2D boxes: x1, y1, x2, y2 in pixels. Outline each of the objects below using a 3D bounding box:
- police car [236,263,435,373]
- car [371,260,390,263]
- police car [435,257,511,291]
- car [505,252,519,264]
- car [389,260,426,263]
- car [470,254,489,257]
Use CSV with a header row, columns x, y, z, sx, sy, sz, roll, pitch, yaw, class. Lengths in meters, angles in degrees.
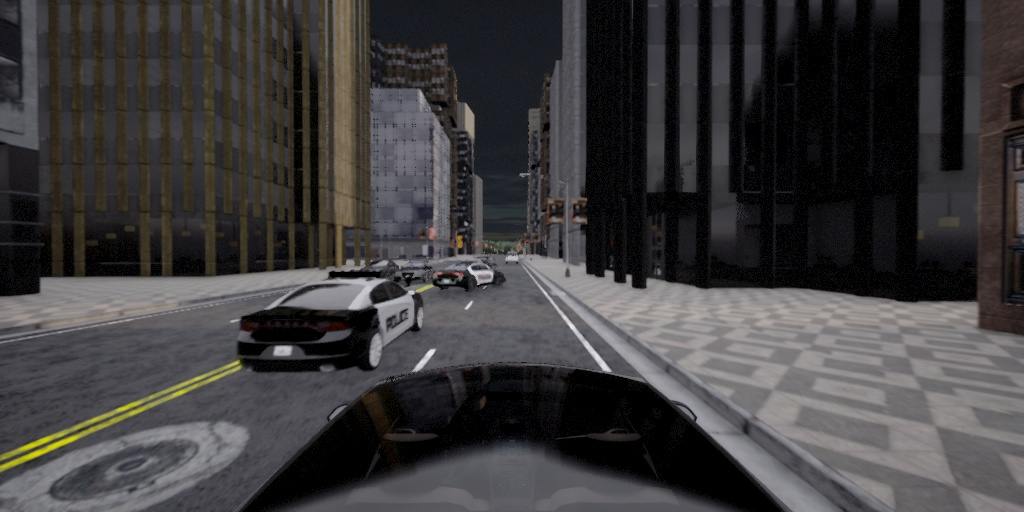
x,y,z,sx,sy,sz,roll,pitch,yaw,class
-3.251,1.110,7.671,1.930,1.638,5.238,0,1,0,police car
-9.849,0.999,27.108,1.812,1.442,4.674,0,1,0,car
-2.205,1.055,20.133,2.038,1.542,4.974,0,1,26,police car
-0.003,0.306,61.424,2.150,2.045,5.566,0,1,0,car
-6.598,1.063,24.719,1.994,1.385,4.181,0,1,0,car
-3.252,0.901,29.750,1.801,1.575,5.366,0,1,0,car
